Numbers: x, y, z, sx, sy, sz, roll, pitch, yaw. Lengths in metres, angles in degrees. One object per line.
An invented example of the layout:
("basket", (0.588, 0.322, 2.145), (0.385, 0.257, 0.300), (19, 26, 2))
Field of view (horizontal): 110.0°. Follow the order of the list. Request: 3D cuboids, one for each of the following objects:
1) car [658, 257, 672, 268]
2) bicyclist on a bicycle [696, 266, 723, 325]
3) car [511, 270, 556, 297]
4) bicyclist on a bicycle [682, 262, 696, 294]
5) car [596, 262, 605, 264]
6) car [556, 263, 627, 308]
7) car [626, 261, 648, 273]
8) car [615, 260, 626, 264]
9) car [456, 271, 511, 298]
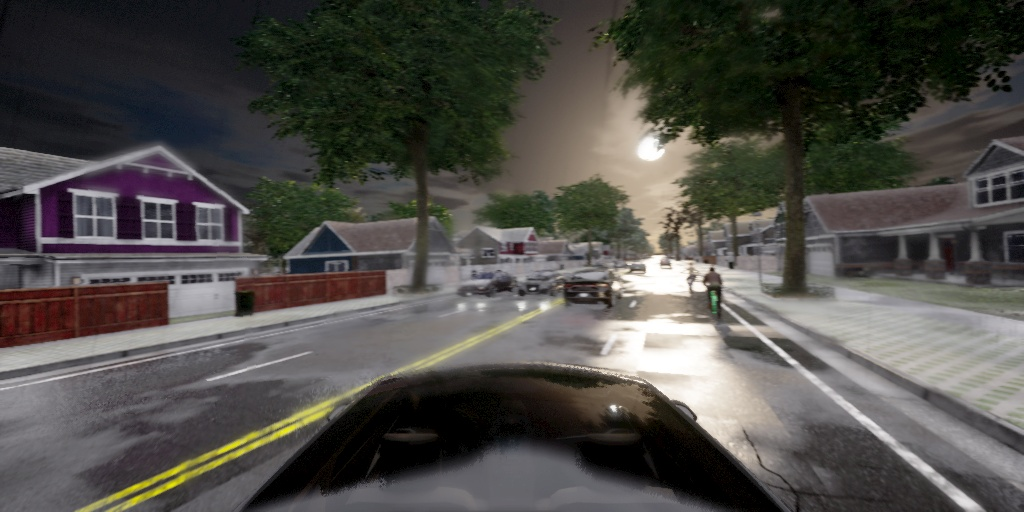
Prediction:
("car", (25.394, 1.146, 59.337), (2.128, 1.511, 4.902), (-2, -1, 23))
("bicyclist on a bicycle", (5.824, 1.115, 10.358), (0.582, 1.620, 1.656), (-2, -1, 23))
("car", (1.829, 1.501, 20.221), (1.994, 1.385, 4.181), (-2, -1, 23))
("bicyclist on a bicycle", (9.259, 1.090, 18.541), (0.866, 1.612, 1.509), (-2, -1, 22))
("car", (14.489, 1.629, 58.877), (1.895, 1.301, 4.718), (-2, -1, 23))
("car", (3.606, 1.288, 15.535), (1.882, 1.535, 5.008), (-2, -1, 23))
("car", (15.581, 1.346, 44.239), (1.994, 1.385, 4.181), (-2, -1, 23))
("car", (17.481, 1.397, 57.643), (2.128, 1.511, 4.902), (-2, -1, 23))
("car", (-1.249, 1.607, 21.283), (2.033, 1.411, 5.357), (-2, -1, 23))
